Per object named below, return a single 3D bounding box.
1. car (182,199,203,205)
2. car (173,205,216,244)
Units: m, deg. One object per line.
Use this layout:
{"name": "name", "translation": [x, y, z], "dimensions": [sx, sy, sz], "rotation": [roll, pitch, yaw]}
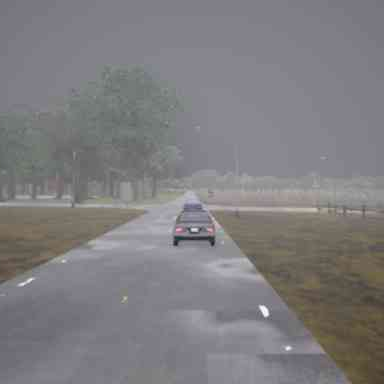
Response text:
{"name": "car", "translation": [0.090, 1.434, 32.505], "dimensions": [1.882, 1.535, 5.008], "rotation": [0, 0, 0]}
{"name": "car", "translation": [0.096, 1.532, 15.545], "dimensions": [2.033, 1.411, 5.357], "rotation": [0, 0, 0]}
